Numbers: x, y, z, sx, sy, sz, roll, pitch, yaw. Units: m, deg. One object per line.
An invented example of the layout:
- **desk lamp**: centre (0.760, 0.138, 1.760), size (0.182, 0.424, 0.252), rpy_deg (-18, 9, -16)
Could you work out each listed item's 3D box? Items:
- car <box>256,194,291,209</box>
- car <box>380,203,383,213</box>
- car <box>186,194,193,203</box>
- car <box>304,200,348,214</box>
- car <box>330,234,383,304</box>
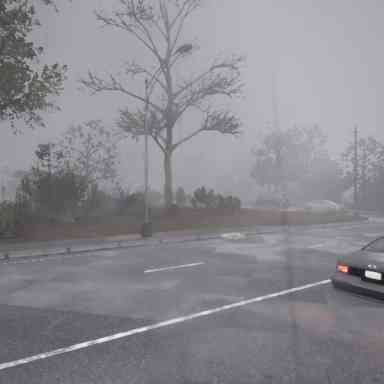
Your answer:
- **car**: centre (11.265, 1.250, 46.253), size (2.150, 2.045, 5.566), rpy_deg (0, 0, -27)
- **car**: centre (20.148, 1.502, 30.811), size (1.837, 1.490, 4.892), rpy_deg (0, 0, -36)
- **car**: centre (-0.834, 1.421, 63.985), size (2.150, 2.045, 5.566), rpy_deg (0, -1, -22)
- **car**: centre (13.713, 1.525, 34.368), size (1.812, 1.442, 4.674), rpy_deg (0, 0, -28)
- **car**: centre (5.337, 1.547, 7.427), size (5.357, 1.411, 2.033), rpy_deg (0, 0, -34)
